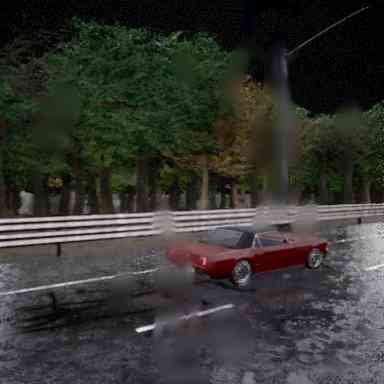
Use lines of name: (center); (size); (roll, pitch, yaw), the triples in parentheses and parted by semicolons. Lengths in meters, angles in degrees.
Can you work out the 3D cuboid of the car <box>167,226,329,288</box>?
car: (1.761, 1.601, 9.307); (4.718, 1.301, 1.895); (0, 0, -36)
